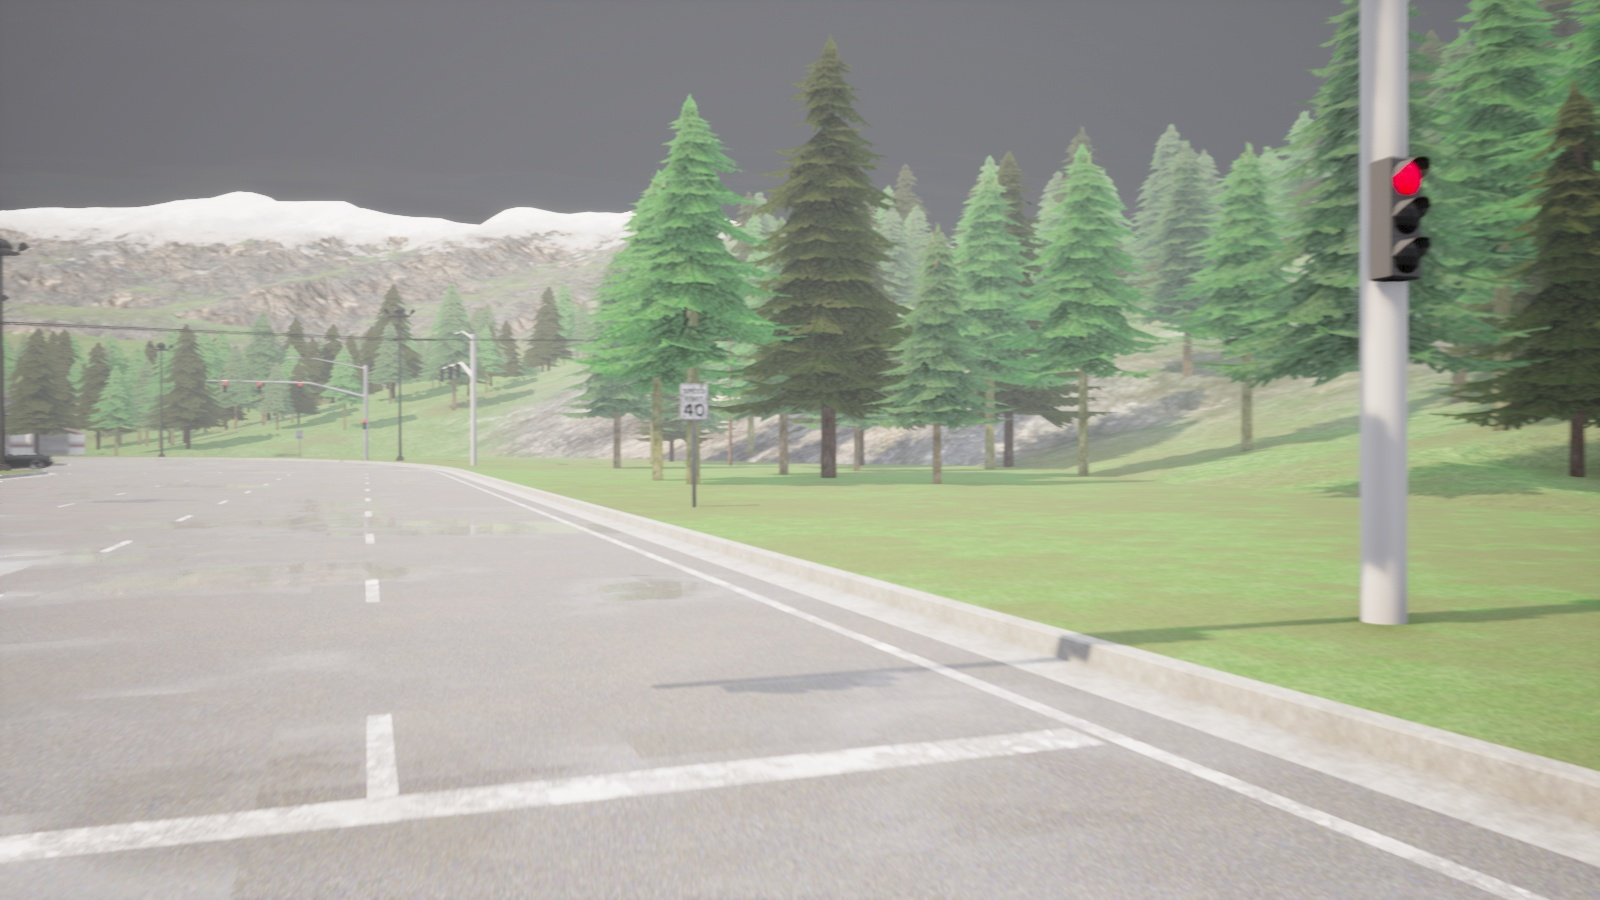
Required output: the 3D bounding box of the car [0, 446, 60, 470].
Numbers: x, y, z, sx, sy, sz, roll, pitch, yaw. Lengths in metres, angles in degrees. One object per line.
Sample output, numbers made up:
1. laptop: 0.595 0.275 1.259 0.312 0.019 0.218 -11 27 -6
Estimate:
1. car: -44.033 0.449 70.049 4.718 1.301 1.895 0 0 -29
